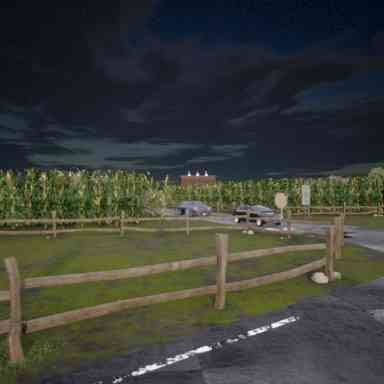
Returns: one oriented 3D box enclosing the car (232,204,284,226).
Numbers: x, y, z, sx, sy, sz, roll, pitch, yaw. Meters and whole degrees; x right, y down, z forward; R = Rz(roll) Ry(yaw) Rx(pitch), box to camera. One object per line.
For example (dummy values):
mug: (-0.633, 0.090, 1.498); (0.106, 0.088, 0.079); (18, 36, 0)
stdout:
car: (4.886, 1.712, 25.248); (1.837, 1.490, 4.892); (0, 0, -26)

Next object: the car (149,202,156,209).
car: (-6.965, 2.118, 50.375); (1.895, 1.301, 4.718); (0, 0, -26)

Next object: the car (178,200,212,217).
car: (0.266, 1.682, 35.067); (2.097, 1.767, 4.553); (0, 0, -25)
